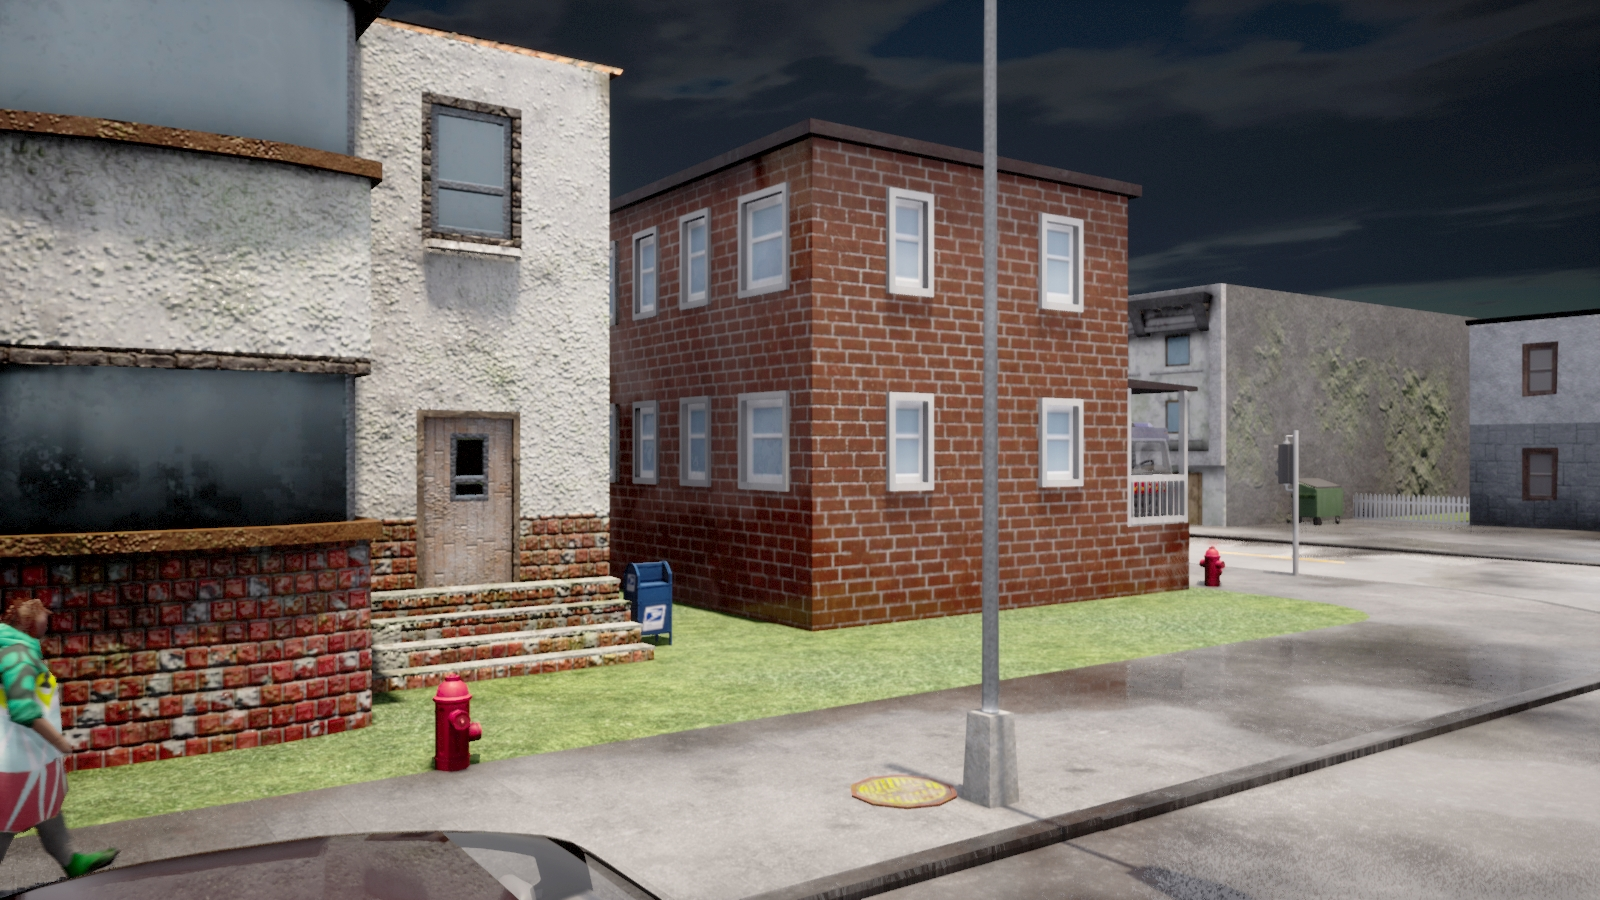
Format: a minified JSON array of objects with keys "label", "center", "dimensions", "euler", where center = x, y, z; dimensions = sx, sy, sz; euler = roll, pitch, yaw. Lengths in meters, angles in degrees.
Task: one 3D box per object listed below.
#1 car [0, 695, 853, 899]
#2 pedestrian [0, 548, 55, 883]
[{"label":"car","center":[-1.878,1.806,3.034],"dimensions":[3.705,1.549,1.789],"euler":[0,0,-35]},{"label":"pedestrian","center":[-4.619,1.524,6.663],"dimensions":[0.375,1.860,0.375],"euler":[0,0,43]}]
